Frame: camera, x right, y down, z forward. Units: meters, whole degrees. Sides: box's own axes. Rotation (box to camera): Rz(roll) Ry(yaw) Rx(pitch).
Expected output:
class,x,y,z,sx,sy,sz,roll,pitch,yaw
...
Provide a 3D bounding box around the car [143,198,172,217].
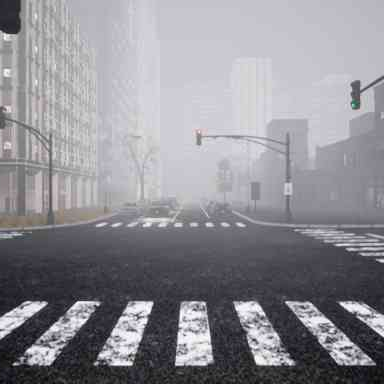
class,x,y,z,sx,sy,sz,roll,pitch,yaw
car,-3.135,1.567,30.997,1.994,1.385,4.181,0,0,-2

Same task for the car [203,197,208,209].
class,x,y,z,sx,sy,sz,roll,pitch,yaw
car,2.668,1.590,41.904,1.802,1.307,4.206,0,0,0

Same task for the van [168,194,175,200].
class,x,y,z,sx,sy,sz,roll,pitch,yaw
van,-5.741,1.396,91.767,1.690,1.788,3.998,0,0,0

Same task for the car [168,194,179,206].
class,x,y,z,sx,sy,sz,roll,pitch,yaw
car,-3.116,1.490,51.946,1.882,1.535,5.008,0,0,0

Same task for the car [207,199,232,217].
class,x,y,z,sx,sy,sz,roll,pitch,yaw
car,2.675,1.548,30.821,1.887,1.381,4.507,0,0,0

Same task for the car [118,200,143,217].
class,x,y,z,sx,sy,sz,roll,pitch,yaw
car,-5.707,1.585,30.817,1.802,1.307,4.206,0,0,0

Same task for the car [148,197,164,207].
class,x,y,z,sx,sy,sz,roll,pitch,yaw
car,-5.718,1.564,52.980,2.008,1.369,4.403,0,0,0

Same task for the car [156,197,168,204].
class,x,y,z,sx,sy,sz,roll,pitch,yaw
car,-5.726,1.588,64.062,1.947,1.339,4.313,0,0,0

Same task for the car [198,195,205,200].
class,x,y,z,sx,sy,sz,roll,pitch,yaw
car,2.639,1.621,91.771,1.947,1.339,4.313,0,0,0

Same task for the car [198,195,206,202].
class,x,y,z,sx,sy,sz,roll,pitch,yaw
car,2.649,1.585,75.148,2.008,1.369,4.403,0,0,0

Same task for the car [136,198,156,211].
class,x,y,z,sx,sy,sz,roll,pitch,yaw
car,-5.713,1.533,41.728,1.752,1.417,4.829,0,0,0

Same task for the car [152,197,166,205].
class,x,y,z,sx,sy,sz,roll,pitch,yaw
car,-5.722,1.583,58.521,1.947,1.339,4.313,0,0,0

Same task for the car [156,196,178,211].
class,x,y,z,sx,sy,sz,roll,pitch,yaw
car,-3.120,1.571,40.960,1.994,1.385,4.181,0,0,0

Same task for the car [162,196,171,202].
class,x,y,z,sx,sy,sz,roll,pitch,yaw
car,-5.732,1.616,75.143,1.802,1.307,4.206,0,0,0
